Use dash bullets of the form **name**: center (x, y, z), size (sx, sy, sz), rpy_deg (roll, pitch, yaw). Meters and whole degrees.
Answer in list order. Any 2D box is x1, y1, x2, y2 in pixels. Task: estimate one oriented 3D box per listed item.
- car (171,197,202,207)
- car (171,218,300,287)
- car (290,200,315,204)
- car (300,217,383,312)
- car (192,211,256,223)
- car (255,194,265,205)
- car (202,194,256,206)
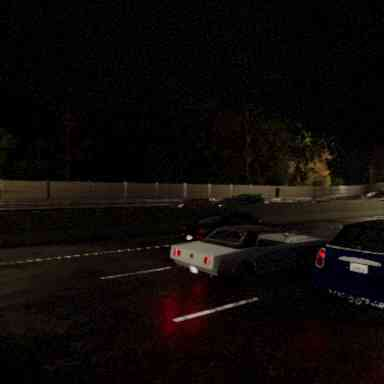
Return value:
- **car**: center (0.044, 1.351, 34.110), size (4.553, 1.767, 2.097), rpy_deg (0, 0, -35)
- **car**: center (1.859, 1.599, 9.371), size (4.718, 1.301, 1.895), rpy_deg (0, 0, -36)
- **car**: center (11.014, 1.557, 33.340), size (5.357, 1.411, 2.033), rpy_deg (0, 0, -35)
- **car**: center (4.652, 1.350, 7.065), size (4.553, 1.767, 2.097), rpy_deg (0, 0, -36)
- **car**: center (1.791, 1.523, 13.626), size (4.674, 1.442, 1.812), rpy_deg (0, 0, -35)
- **car**: center (7.039, 1.237, 43.380), size (5.566, 2.045, 2.150), rpy_deg (1, 0, -35)
- **car**: center (3.621, 1.353, 32.354), size (4.553, 1.767, 2.097), rpy_deg (0, 0, -35)
